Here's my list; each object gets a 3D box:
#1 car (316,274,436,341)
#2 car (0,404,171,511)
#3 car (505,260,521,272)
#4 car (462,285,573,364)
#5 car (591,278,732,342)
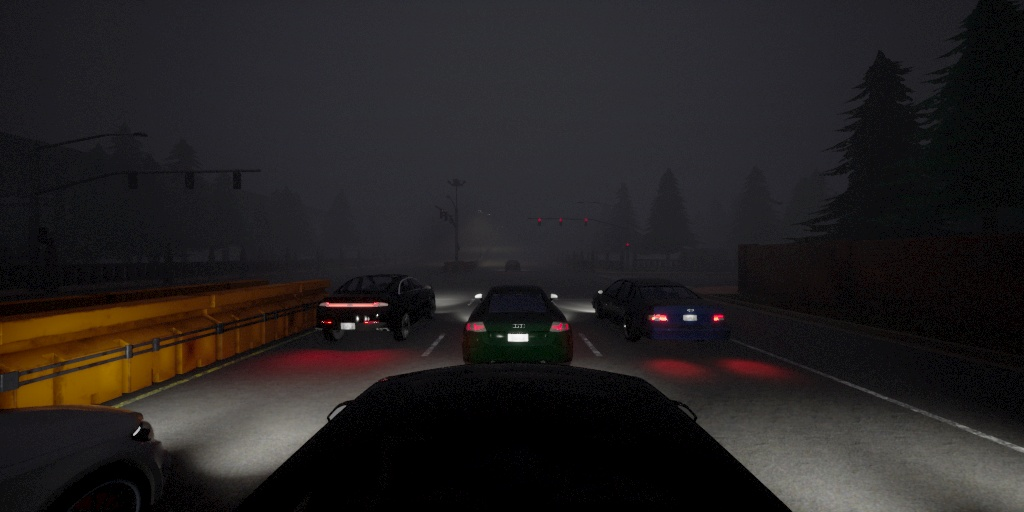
[{"bbox_3d":[-3.399,1.241,9.857,2.128,1.511,4.902,0,0,0],"label":"car"},{"bbox_3d":[-3.403,1.276,0.621,1.812,1.442,4.674,0,0,0],"label":"car"},{"bbox_3d":[0.101,1.228,46.037,1.882,1.535,5.008,0,0,0],"label":"car"},{"bbox_3d":[0.099,1.314,7.906,1.994,1.385,4.181,0,0,0],"label":"car"},{"bbox_3d":[3.600,1.297,9.763,2.033,1.411,5.357,0,0,0],"label":"car"}]
